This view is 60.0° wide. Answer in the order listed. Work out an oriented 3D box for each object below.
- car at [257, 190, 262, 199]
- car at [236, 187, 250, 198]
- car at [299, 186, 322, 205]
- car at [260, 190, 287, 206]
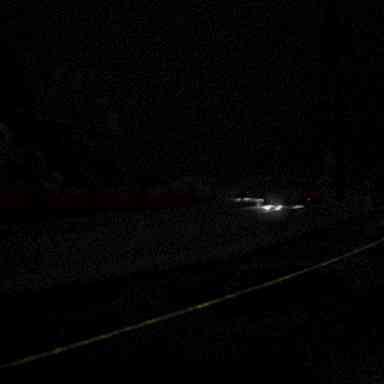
[{"bbox_3d":[12.152,0.381,56.142,1.837,1.490,4.892,-1,1,13],"label":"car"},{"bbox_3d":[9.601,0.062,62.697,2.150,2.045,5.566,-1,1,8],"label":"car"},{"bbox_3d":[13.359,0.345,37.443,2.150,2.045,5.566,-1,1,24],"label":"car"},{"bbox_3d":[9.436,0.782,37.458,1.994,1.385,4.181,-1,1,26],"label":"car"}]
